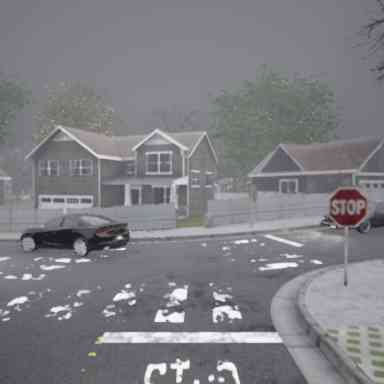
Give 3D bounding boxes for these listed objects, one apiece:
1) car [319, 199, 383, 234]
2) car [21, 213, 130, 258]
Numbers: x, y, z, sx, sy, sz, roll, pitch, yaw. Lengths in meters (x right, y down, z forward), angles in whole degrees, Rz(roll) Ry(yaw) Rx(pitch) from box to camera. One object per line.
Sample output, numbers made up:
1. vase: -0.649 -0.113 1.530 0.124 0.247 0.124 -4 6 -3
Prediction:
1. car: 8.866 1.077 16.247 5.357 1.411 2.033 -3 2 -23
2. car: -4.868 1.639 13.583 5.008 1.535 1.882 -2 -1 29
